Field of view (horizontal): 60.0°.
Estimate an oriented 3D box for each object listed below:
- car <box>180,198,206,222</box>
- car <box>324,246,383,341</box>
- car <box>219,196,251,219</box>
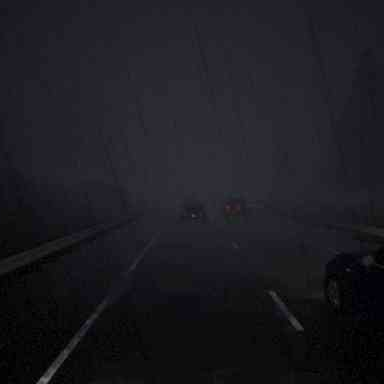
[{"bbox_3d":[0.064,1.421,24.906,1.812,1.442,4.674,0,0,-1],"label":"car"},{"bbox_3d":[3.601,1.332,4.599,2.097,1.767,4.553,0,0,0],"label":"car"},{"bbox_3d":[3.523,1.234,27.946,2.097,1.767,4.553,0,0,-1],"label":"car"}]
